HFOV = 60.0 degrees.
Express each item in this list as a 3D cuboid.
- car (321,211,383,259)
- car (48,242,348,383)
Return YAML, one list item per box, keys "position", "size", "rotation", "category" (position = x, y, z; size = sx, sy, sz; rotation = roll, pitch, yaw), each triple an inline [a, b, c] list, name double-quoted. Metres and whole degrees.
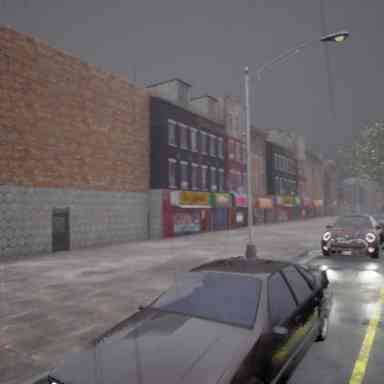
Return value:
- position: [7.201, 1.816, 14.735]
  size: [2.097, 1.767, 4.553]
  rotation: [-3, -3, 33]
  category: "car"
- position: [0.693, 1.747, 4.828]
  size: [2.033, 1.411, 5.357]
  rotation: [-3, -3, 33]
  category: "car"
